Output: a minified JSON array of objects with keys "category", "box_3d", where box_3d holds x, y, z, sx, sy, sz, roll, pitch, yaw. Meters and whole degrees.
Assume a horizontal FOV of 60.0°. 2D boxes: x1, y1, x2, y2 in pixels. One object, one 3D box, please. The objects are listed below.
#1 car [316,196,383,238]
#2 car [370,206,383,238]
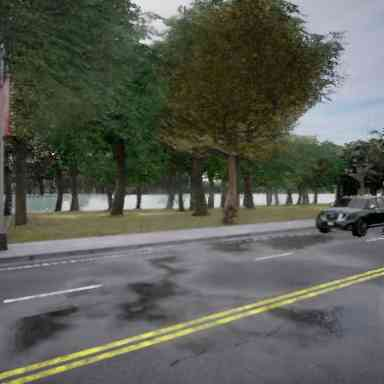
[{"category":"car","box_3d":[9.178,1.227,18.262,5.566,2.045,2.150,0,0,-36]},{"category":"car","box_3d":[10.624,1.497,15.299,4.902,1.511,2.128,0,0,-36]}]
